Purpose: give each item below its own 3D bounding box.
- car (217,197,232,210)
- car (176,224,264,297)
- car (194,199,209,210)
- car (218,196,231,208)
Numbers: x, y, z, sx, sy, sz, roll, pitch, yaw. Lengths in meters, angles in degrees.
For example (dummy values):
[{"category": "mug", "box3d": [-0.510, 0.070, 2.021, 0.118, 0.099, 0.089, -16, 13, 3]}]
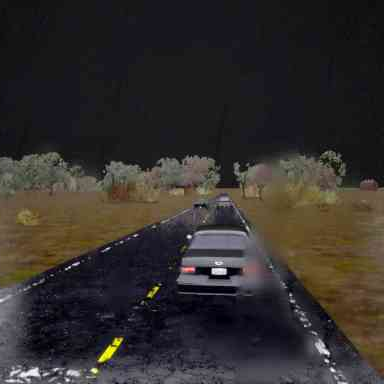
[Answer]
[{"category": "car", "box3d": [4.164, 1.488, 42.296, 2.128, 1.511, 4.902, 0, 0, 6]}, {"category": "car", "box3d": [0.762, 1.548, 8.785, 2.033, 1.411, 5.357, 0, 0, 6]}, {"category": "car", "box3d": [1.289, 1.597, 44.079, 1.895, 1.301, 4.718, 0, 0, 6]}, {"category": "car", "box3d": [4.858, 1.470, 49.599, 1.882, 1.535, 5.008, 0, 0, 6]}]
